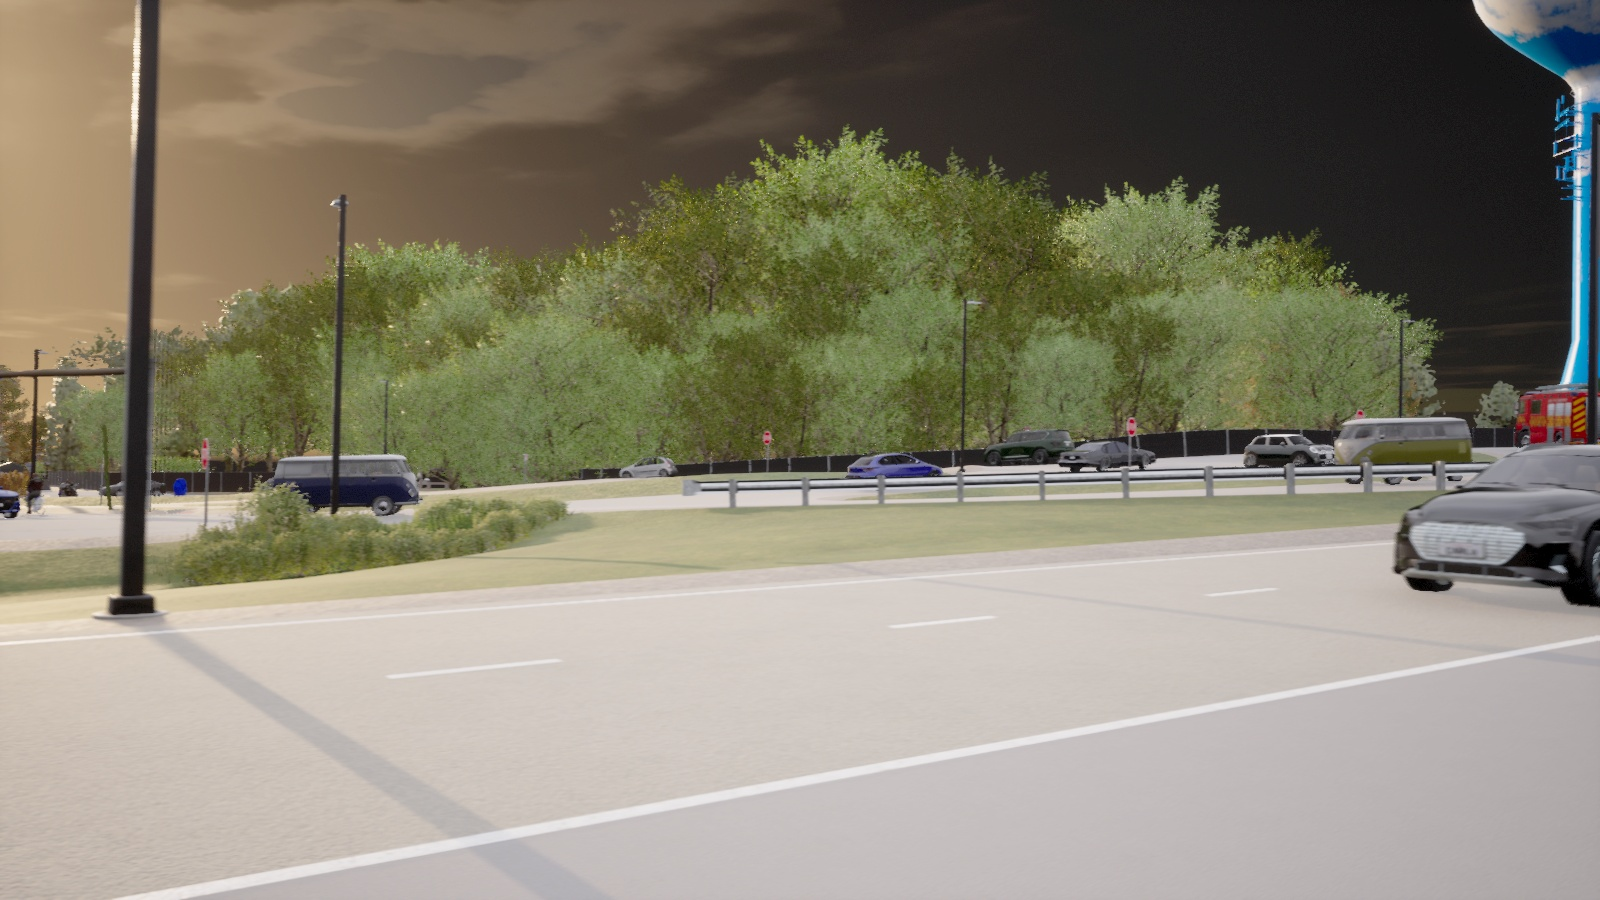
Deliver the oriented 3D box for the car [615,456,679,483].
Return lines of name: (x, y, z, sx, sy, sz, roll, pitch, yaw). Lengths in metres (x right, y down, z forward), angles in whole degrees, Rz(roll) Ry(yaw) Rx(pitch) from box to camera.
car: (-10.703, 1.350, 88.173, 3.988, 1.617, 1.851, -4, -1, 11)

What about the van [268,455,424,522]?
van: (-14.594, 1.220, 40.585, 4.442, 1.987, 1.775, -1, 0, -8)

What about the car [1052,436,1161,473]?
car: (14.309, 0.210, 58.402, 5.357, 1.411, 2.033, -4, 2, -39)

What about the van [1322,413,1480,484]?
van: (18.209, -0.058, 38.013, 4.442, 1.987, 1.775, -2, 0, -23)

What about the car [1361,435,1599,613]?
car: (8.523, 0.690, 13.856, 4.856, 1.649, 2.033, 0, 0, -35)

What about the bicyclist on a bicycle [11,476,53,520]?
bicyclist on a bicycle: (-31.714, 1.967, 51.821, 1.843, 1.776, 0.659, -1, -2, 30)

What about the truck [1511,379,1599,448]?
truck: (45.054, -2.072, 73.955, 2.891, 3.827, 8.468, 0, 1, 10)

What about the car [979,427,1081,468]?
car: (13.252, -0.126, 72.728, 2.150, 2.045, 5.566, 1, -4, -43)

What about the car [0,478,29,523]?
car: (-29.733, 1.815, 44.600, 5.008, 1.535, 1.882, -2, -2, 31)

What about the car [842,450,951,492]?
car: (3.957, 0.817, 51.209, 4.193, 1.474, 1.816, -3, 2, -34)

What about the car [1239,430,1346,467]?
car: (21.153, -0.068, 54.043, 1.970, 1.475, 3.806, -3, 1, -32)
